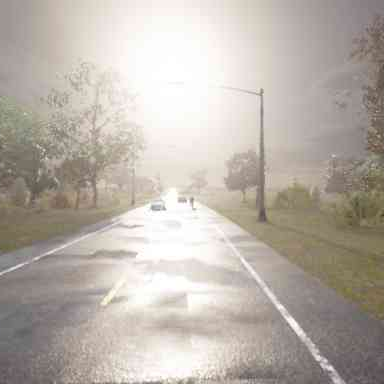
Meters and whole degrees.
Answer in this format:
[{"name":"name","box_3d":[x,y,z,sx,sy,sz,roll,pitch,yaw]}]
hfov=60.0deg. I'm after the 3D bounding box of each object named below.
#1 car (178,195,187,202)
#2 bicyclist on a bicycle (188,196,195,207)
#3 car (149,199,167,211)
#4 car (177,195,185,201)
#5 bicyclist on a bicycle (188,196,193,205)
[{"name":"car","box_3d":[-2.145,1.642,75.770,1.994,1.385,4.181,0,0,-3]},{"name":"bicyclist on a bicycle","box_3d":[0.072,1.430,48.270,0.659,1.776,1.843,0,0,-2]},{"name":"car","box_3d":[-4.293,1.580,42.654,1.812,1.442,4.674,0,0,-2]},{"name":"car","box_3d":[-2.859,1.519,88.281,2.033,1.411,5.357,0,0,-3]},{"name":"bicyclist on a bicycle","box_3d":[-0.308,1.507,58.280,0.866,1.612,1.509,0,0,-3]}]
